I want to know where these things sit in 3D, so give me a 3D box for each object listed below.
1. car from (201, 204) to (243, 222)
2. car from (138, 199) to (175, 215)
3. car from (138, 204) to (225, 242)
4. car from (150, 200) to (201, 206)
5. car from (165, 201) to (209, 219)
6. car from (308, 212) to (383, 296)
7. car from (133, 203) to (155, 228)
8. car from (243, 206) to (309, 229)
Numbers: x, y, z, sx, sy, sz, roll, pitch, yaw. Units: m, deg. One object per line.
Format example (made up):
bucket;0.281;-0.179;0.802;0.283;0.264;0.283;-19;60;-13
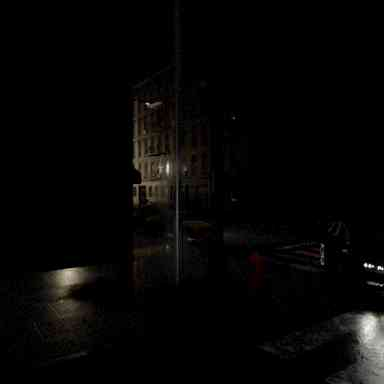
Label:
car;2.595;1.578;25.937;1.802;1.307;4.206;0;0;-35
car;-3.783;1.529;34.893;1.752;1.417;4.829;0;0;-35
car;-0.708;1.554;16.741;1.752;1.417;4.829;0;0;-35
car;-1.898;1.514;22.785;2.128;1.511;4.902;0;0;-35
car;-0.545;1.566;30.345;1.947;1.339;4.313;0;0;-35
car;4.640;1.508;8.660;2.128;1.511;4.902;0;0;10
car;-3.947;1.584;21.289;2.008;1.369;4.403;0;0;-35
car;5.735;1.558;21.528;1.947;1.339;4.313;0;0;-35
